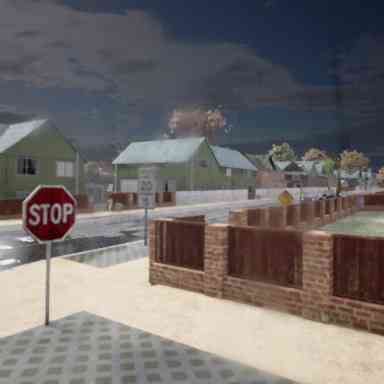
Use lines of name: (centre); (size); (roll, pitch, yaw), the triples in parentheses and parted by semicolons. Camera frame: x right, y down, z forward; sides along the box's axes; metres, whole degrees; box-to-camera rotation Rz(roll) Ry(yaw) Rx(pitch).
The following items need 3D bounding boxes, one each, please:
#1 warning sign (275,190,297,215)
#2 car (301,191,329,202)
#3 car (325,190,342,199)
warning sign: (7.169, 0.751, 25.390); (1.300, 1.860, 1.060); (1, 1, 35)
car: (14.778, 0.862, 40.449); (1.895, 1.301, 4.718); (2, 2, 36)
car: (20.349, 0.435, 48.421); (2.097, 1.767, 4.553); (2, 2, 35)
